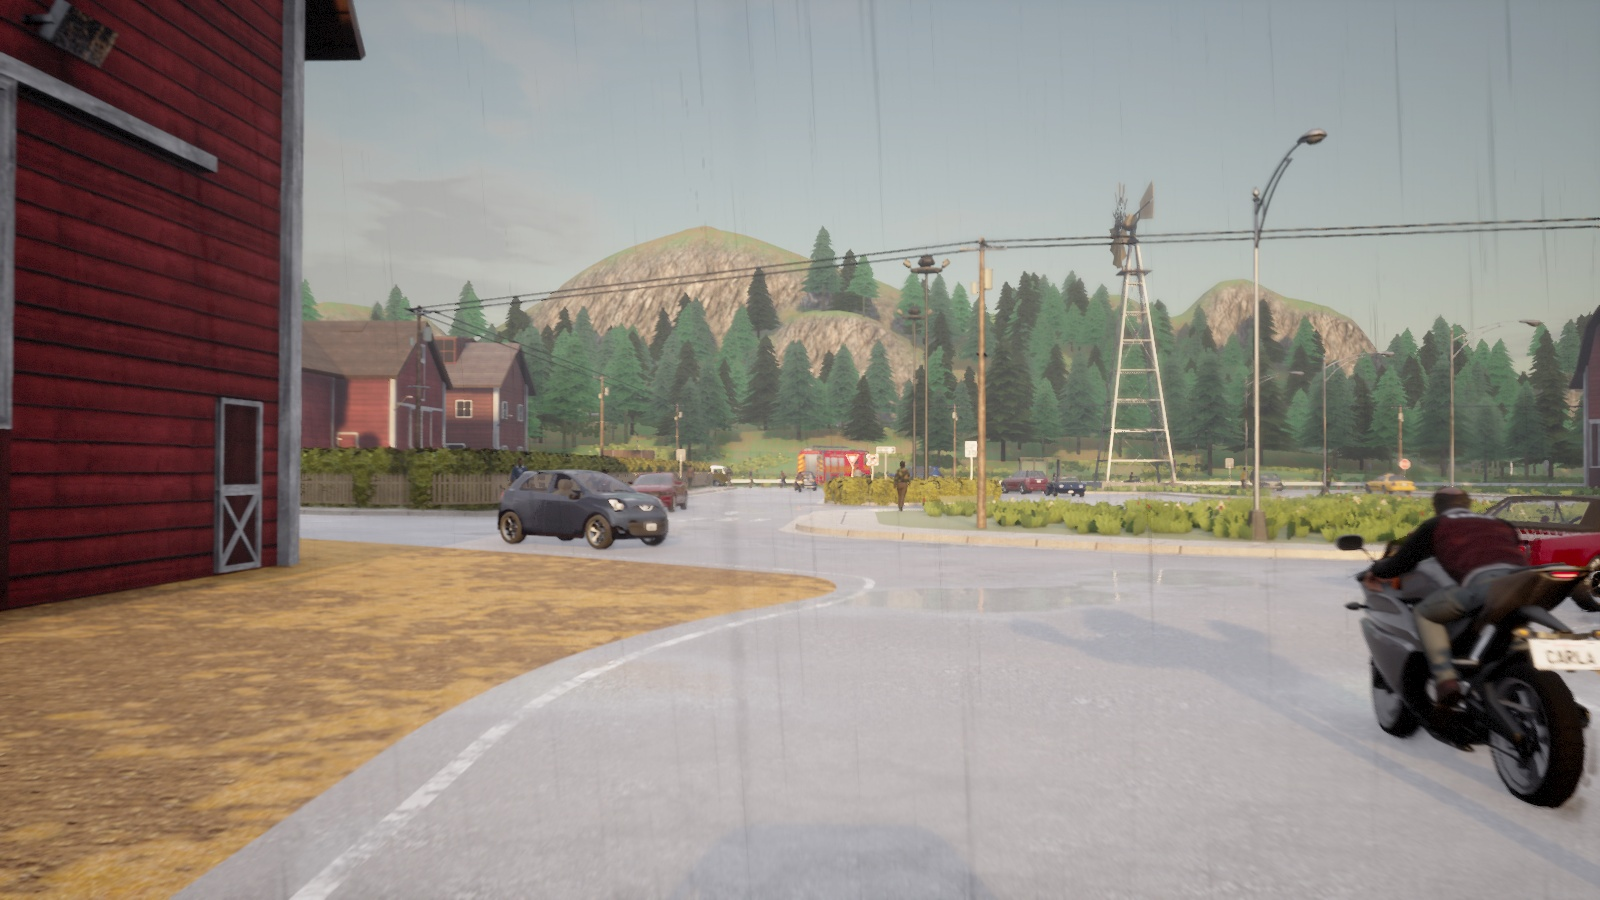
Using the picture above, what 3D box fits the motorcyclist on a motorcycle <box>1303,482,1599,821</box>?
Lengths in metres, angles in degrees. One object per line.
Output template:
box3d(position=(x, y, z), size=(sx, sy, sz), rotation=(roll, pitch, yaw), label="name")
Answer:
box3d(position=(3.565, 0.950, 6.857), size=(0.866, 1.530, 2.191), rotation=(0, -1, 3), label="motorcyclist on a motorcycle")

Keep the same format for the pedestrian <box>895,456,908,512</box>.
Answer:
box3d(position=(3.578, 1.197, 44.287), size=(0.395, 1.930, 0.692), rotation=(0, -1, 9), label="pedestrian")

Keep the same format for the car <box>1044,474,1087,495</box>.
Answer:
box3d(position=(16.792, 2.180, 79.521), size=(1.895, 1.301, 4.718), rotation=(0, -1, 2), label="car")

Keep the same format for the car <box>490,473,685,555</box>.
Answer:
box3d(position=(-4.257, 1.205, 25.003), size=(3.633, 1.501, 1.845), rotation=(-1, -1, 37), label="car")

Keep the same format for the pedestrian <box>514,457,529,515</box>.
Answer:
box3d(position=(-9.576, 1.231, 43.191), size=(0.423, 1.949, 0.788), rotation=(0, -1, -7), label="pedestrian")

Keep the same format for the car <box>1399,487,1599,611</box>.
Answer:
box3d(position=(9.950, 1.132, 15.581), size=(4.718, 1.301, 1.895), rotation=(0, -1, -23), label="car")

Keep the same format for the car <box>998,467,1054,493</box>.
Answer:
box3d(position=(15.917, 2.094, 88.636), size=(2.097, 1.767, 4.553), rotation=(0, -1, -15), label="car")

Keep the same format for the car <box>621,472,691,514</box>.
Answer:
box3d(position=(-5.518, 1.631, 48.809), size=(1.882, 1.535, 5.008), rotation=(0, -1, 3), label="car")
